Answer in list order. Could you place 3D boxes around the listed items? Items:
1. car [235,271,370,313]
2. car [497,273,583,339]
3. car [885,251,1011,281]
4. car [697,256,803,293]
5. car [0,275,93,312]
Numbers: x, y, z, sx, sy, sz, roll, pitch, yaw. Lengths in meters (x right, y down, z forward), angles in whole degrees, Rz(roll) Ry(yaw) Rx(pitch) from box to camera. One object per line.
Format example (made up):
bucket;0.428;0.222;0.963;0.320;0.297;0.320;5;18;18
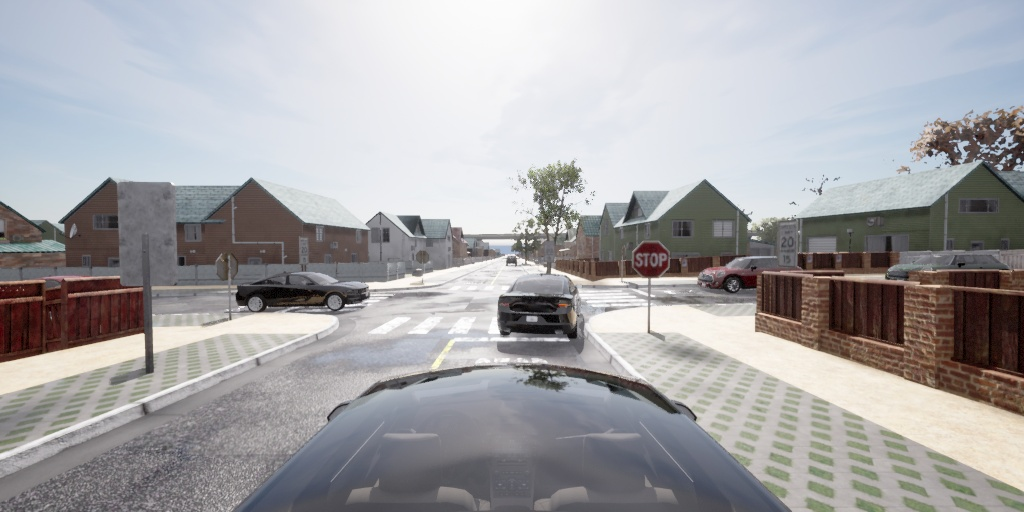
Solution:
car;-8.483;1.377;14.767;5.008;1.535;1.882;-1;2;0
car;0.948;1.224;10.251;1.882;1.535;5.008;0;0;12
car;21.683;0.646;17.955;4.553;1.767;2.097;-1;2;0
car;11.789;0.820;17.872;4.553;1.767;2.097;-1;2;0
car;-18.036;1.547;14.694;5.008;1.535;1.882;-1;2;0
